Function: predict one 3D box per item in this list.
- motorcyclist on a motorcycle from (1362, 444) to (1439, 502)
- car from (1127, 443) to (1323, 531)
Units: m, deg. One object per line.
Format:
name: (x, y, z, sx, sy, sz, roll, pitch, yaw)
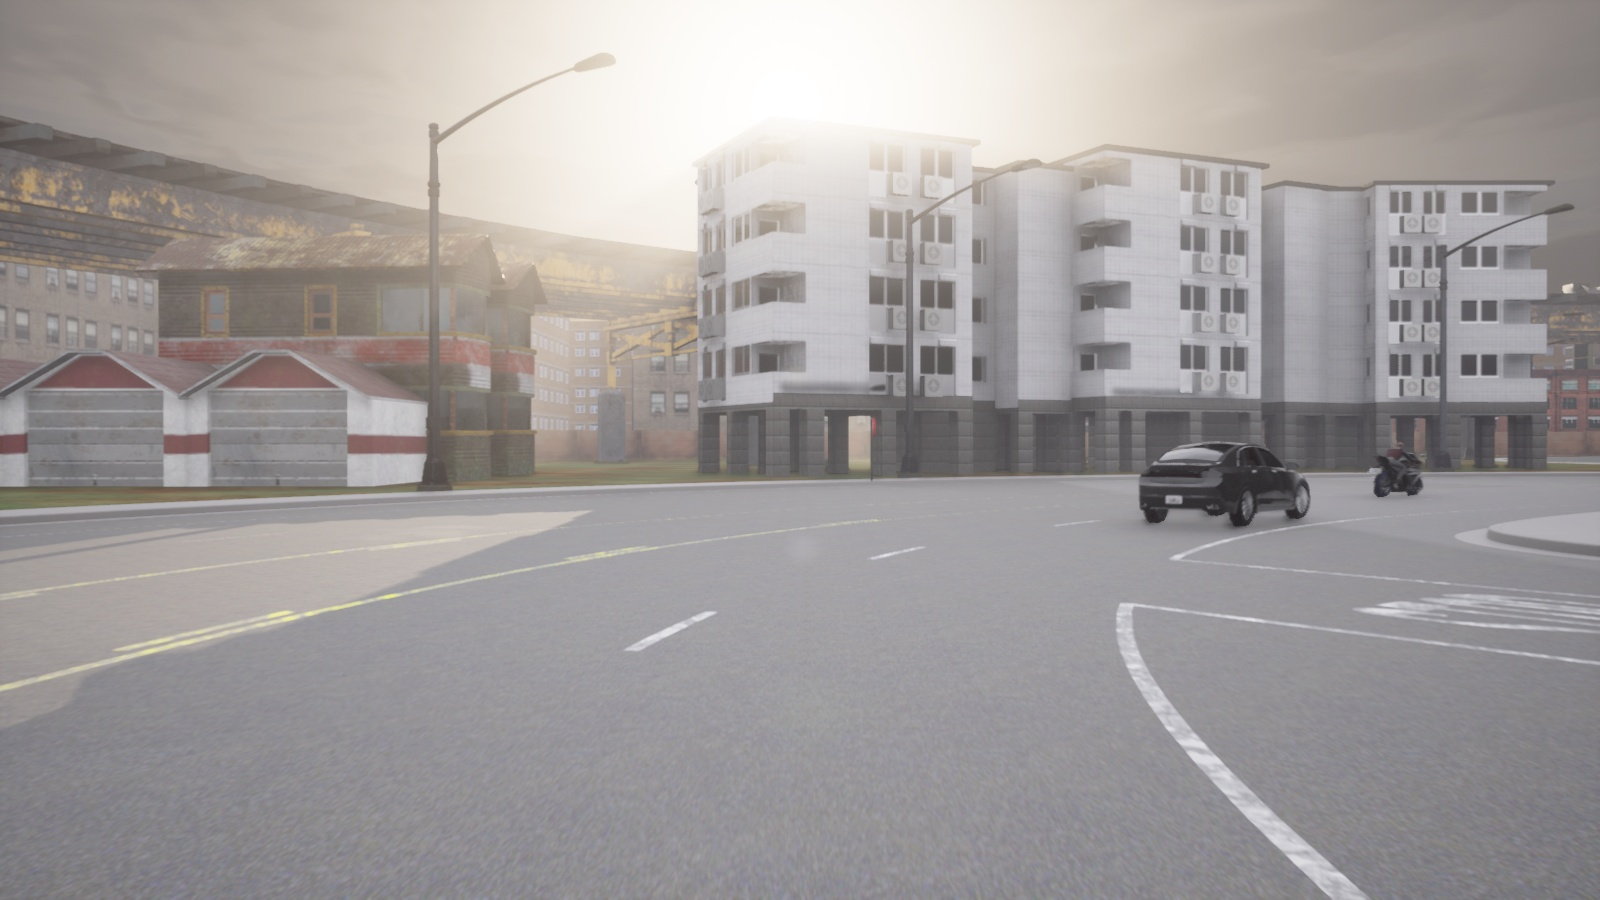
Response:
motorcyclist on a motorcycle: (16.496, 0.601, 34.472, 2.191, 1.530, 0.866, 0, 1, -33)
car: (8.164, 0.624, 23.825, 1.837, 1.490, 4.892, 0, 0, 40)
